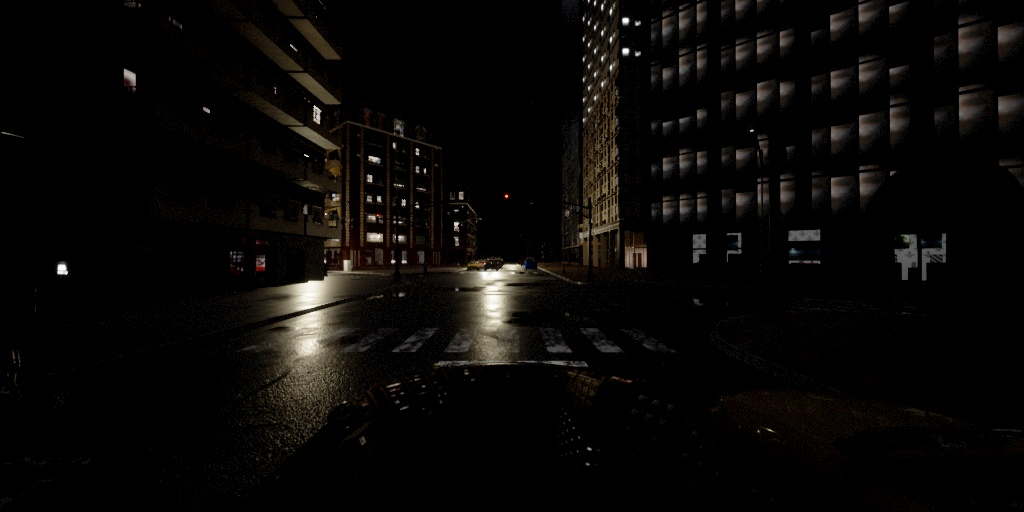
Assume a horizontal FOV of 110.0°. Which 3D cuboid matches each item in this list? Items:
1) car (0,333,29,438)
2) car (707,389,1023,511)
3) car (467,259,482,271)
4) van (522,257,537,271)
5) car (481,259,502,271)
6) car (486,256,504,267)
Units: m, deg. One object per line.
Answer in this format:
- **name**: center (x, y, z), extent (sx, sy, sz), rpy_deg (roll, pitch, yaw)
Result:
- **car**: center (-5.318, 1.064, 1.069), extent (2.192, 1.841, 5.009), rpy_deg (0, 0, 0)
- **car**: center (2.563, 1.275, 1.237), extent (1.751, 1.417, 4.829), rpy_deg (0, 0, 0)
- **car**: center (-5.271, 1.320, 49.898), extent (1.751, 1.417, 4.829), rpy_deg (0, 0, 0)
- **van**: center (2.609, 1.136, 50.060), extent (1.690, 1.789, 3.998), rpy_deg (0, 0, 0)
- **car**: center (-2.804, 1.394, 49.222), extent (1.895, 1.301, 4.718), rpy_deg (0, 0, 0)
- **car**: center (-2.784, 1.036, 59.146), extent (2.150, 2.045, 5.566), rpy_deg (0, 0, 0)
